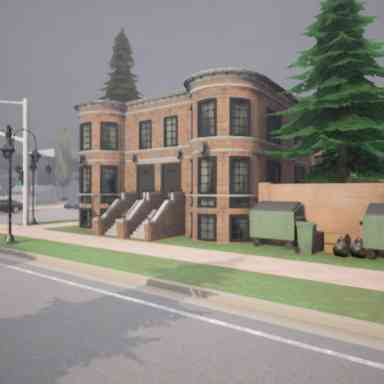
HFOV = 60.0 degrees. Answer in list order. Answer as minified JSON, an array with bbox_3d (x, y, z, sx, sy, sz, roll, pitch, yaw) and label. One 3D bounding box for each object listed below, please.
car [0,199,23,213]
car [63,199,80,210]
[{"bbox_3d":[-19.579,1.447,33.504,1.837,1.490,4.892,0,0,35],"label":"car"},{"bbox_3d":[-13.994,1.504,41.850,1.994,1.385,4.181,0,0,32],"label":"car"}]
